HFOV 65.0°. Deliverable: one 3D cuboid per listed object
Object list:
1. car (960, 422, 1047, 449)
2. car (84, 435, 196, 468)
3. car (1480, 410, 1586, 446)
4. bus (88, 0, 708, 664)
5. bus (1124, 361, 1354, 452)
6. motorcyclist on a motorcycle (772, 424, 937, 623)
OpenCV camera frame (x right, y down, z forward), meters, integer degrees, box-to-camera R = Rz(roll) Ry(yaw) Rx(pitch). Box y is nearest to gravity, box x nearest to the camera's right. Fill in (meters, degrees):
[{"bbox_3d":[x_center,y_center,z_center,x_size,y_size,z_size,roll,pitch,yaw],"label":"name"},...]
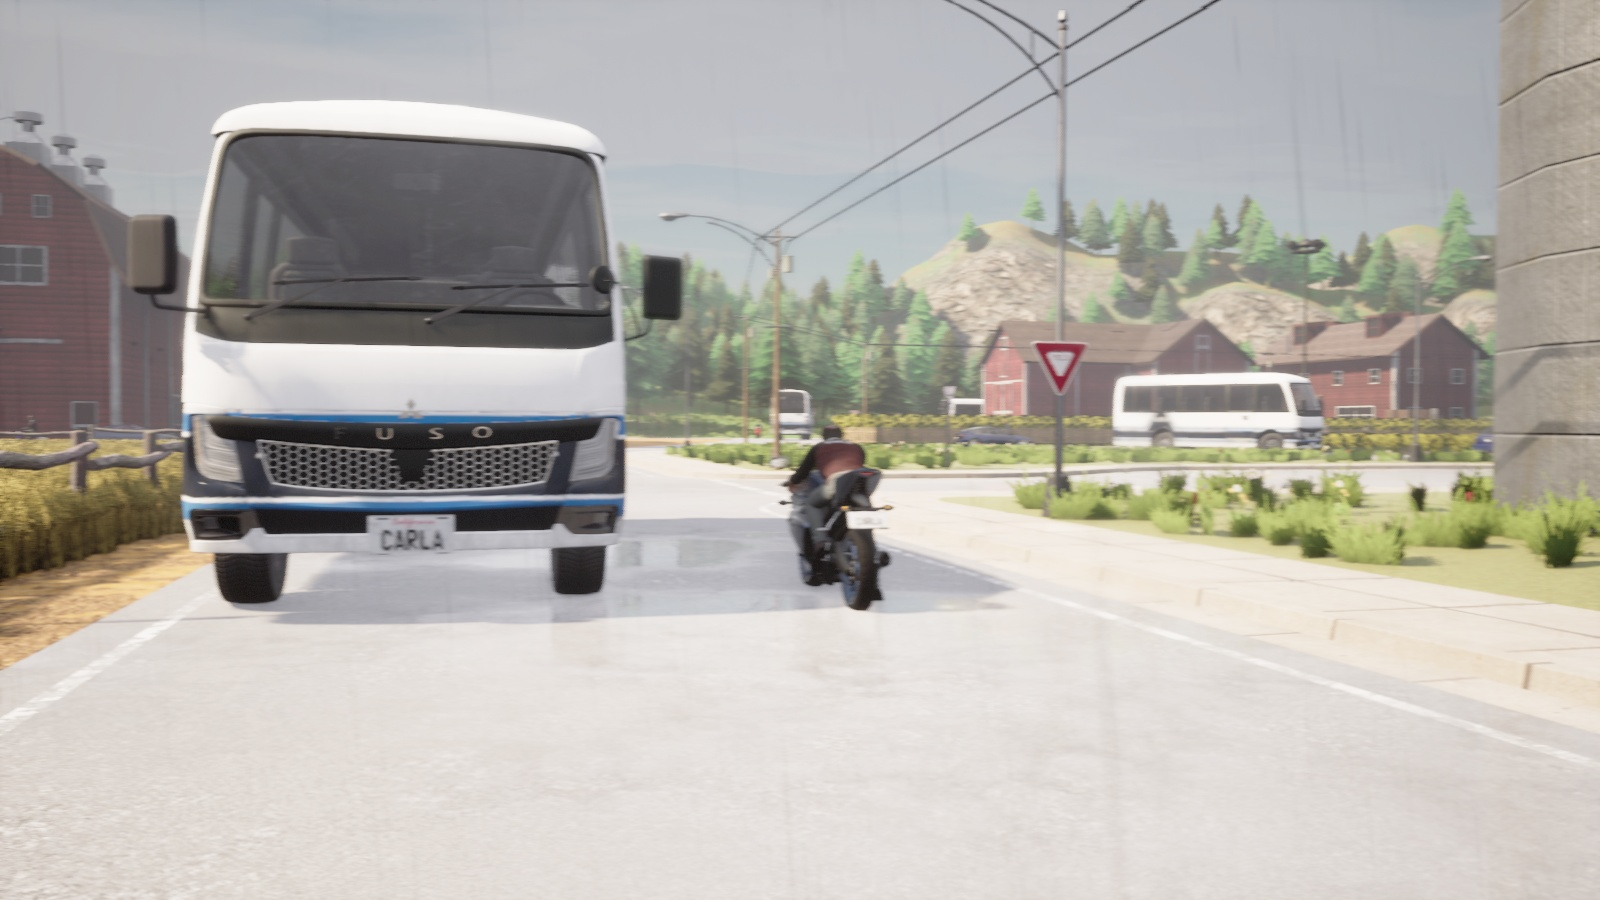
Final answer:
[{"bbox_3d":[12.217,-0.882,75.622,4.792,1.488,2.163,-1,1,-3],"label":"car"},{"bbox_3d":[-30.081,0.060,57.363,4.181,1.385,1.994,-1,1,-17],"label":"car"},{"bbox_3d":[37.741,-1.129,64.654,4.553,1.767,2.097,-1,1,-14],"label":"car"},{"bbox_3d":[-3.845,-0.861,13.503,3.944,4.253,10.273,-1,1,-14],"label":"bus"},{"bbox_3d":[22.084,-2.152,63.720,10.273,4.253,3.944,0,2,44],"label":"bus"},{"bbox_3d":[0.407,0.548,10.880,0.866,1.530,2.191,-1,1,-13],"label":"motorcyclist on a motorcycle"}]
